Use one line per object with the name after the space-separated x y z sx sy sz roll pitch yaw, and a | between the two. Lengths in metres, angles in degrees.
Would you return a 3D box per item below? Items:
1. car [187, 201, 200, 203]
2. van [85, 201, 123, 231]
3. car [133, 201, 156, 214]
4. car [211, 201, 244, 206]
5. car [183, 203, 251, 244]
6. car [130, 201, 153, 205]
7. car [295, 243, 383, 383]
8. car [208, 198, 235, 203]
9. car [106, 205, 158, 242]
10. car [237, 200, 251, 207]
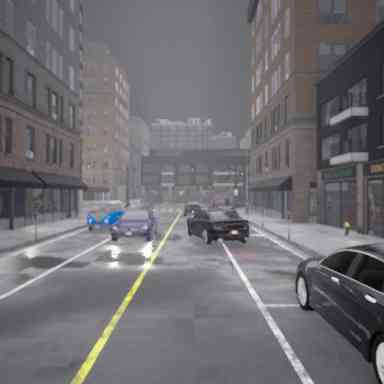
0.126 1.672 34.665 1.837 1.490 4.892 0 0 0 | car
-5.362 1.440 20.933 1.690 1.788 3.998 0 0 0 | van
-5.341 1.746 37.918 1.947 1.339 4.313 0 0 0 | car
2.670 1.692 26.584 1.947 1.339 4.313 0 0 0 | car
1.106 1.555 16.341 1.882 1.535 5.008 0 0 -16 | car
-5.348 1.704 32.256 2.008 1.369 4.403 0 0 0 | car
3.026 1.528 4.972 1.837 1.490 4.892 0 0 0 | car
2.677 1.468 32.247 2.192 1.841 5.009 0 0 0 | car
-2.816 1.607 17.126 1.812 1.442 4.674 0 0 0 | car
7.239 1.845 49.990 4.181 1.385 1.994 0 -1 -12 | car
